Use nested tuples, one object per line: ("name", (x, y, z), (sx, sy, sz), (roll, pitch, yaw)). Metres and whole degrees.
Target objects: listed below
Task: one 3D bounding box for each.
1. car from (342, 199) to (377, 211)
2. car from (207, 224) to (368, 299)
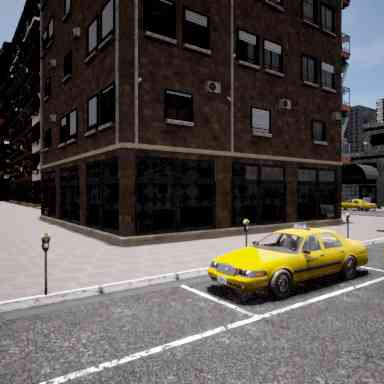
("car", (19.270, 1.469, 39.636), (1.752, 1.417, 4.829), (0, 0, -35))
("car", (2.594, 1.525, 8.416), (4.829, 1.417, 1.752), (0, 0, -36))
